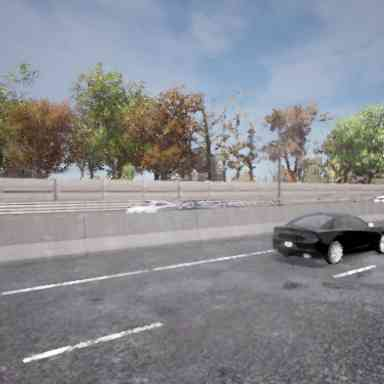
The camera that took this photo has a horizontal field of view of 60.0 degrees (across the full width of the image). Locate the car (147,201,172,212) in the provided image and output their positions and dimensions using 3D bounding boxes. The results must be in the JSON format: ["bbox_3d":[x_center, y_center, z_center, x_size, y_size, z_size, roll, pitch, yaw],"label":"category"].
[{"bbox_3d":[-0.550,1.434,25.094,4.902,1.511,2.128,0,0,-35],"label":"car"}]

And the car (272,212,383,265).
[{"bbox_3d":[4.954,1.433,11.580,5.008,1.535,1.882,0,0,-35],"label":"car"}]

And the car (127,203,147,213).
[{"bbox_3d":[-3.082,1.471,27.588,4.674,1.442,1.812,0,0,-36],"label":"car"}]

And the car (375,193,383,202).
[{"bbox_3d":[30.626,1.019,51.547,5.566,2.045,2.150,0,0,-35],"label":"car"}]

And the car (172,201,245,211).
[{"bbox_3d":[1.502,1.434,22.259,4.902,1.511,2.128,0,0,-35],"label":"car"}]
